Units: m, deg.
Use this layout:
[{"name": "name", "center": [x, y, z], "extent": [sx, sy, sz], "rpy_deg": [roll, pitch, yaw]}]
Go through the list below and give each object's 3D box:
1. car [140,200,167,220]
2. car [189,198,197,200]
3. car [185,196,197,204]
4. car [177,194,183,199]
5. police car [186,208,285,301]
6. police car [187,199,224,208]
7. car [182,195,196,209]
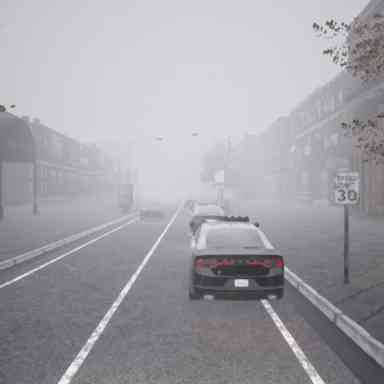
[{"name": "car", "center": [-3.160, 1.479, 27.942], "extent": [1.882, 1.535, 5.008], "rpy_deg": [0, 0, 0]}, {"name": "car", "center": [0.848, 1.479, 24.427], "extent": [1.882, 1.535, 5.008], "rpy_deg": [0, 0, 0]}, {"name": "car", "center": [-0.128, 1.406, 60.094], "extent": [2.033, 1.411, 5.357], "rpy_deg": [0, 1, 0]}, {"name": "car", "center": [-3.193, 1.143, 90.736], "extent": [1.895, 1.301, 4.718], "rpy_deg": [0, 0, 0]}, {"name": "police car", "center": [0.882, 1.425, 8.537], "extent": [1.930, 1.638, 5.238], "rpy_deg": [0, 0, 0]}, {"name": "police car", "center": [0.860, 1.426, 18.537], "extent": [1.930, 1.638, 5.238], "rpy_deg": [0, 0, 0]}, {"name": "car", "center": [-0.092, 1.465, 45.822], "extent": [1.837, 1.490, 4.892], "rpy_deg": [0, 0, 0]}]
